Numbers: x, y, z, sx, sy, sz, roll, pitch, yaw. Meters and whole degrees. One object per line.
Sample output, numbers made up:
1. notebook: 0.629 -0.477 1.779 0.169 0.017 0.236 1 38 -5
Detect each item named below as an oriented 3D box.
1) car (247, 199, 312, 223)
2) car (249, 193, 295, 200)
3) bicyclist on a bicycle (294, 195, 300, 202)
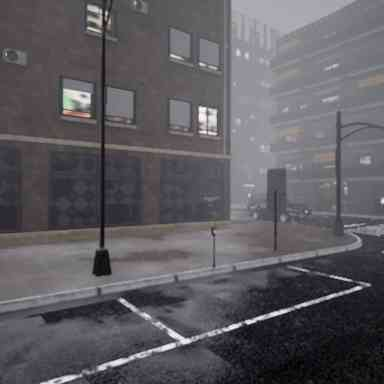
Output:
1. car: 6.053 1.440 24.045 2.008 1.369 4.403 1 0 -36
2. car: 6.961 1.099 27.187 2.150 2.045 5.566 0 0 -36
3. bicyclist on a bicycle: 11.308 1.168 36.063 1.656 1.620 0.582 0 1 -36
